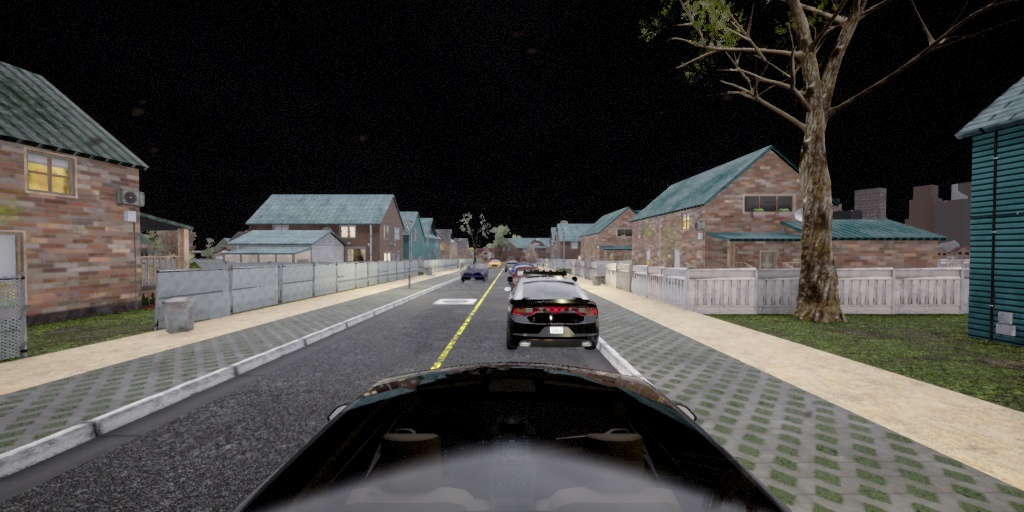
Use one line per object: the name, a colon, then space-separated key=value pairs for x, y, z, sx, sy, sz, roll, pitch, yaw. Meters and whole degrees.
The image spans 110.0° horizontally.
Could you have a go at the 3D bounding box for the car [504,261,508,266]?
car: x=0.032 y=1.302 z=47.617 sx=2.128 sy=1.511 sz=4.902 roll=0 pitch=0 yaw=0

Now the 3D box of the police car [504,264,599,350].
police car: x=0.826 y=1.175 z=9.238 sx=1.930 sy=1.638 sz=5.238 roll=0 pitch=0 yaw=0

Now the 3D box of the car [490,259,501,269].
car: x=-2.758 y=1.326 z=59.075 sx=1.882 sy=1.535 sz=5.008 roll=0 pitch=0 yaw=0

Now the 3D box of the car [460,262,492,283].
car: x=-2.852 y=1.369 z=28.174 sx=1.895 sy=1.301 sz=4.718 roll=0 pitch=0 yaw=0

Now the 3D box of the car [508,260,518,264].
car: x=0.824 y=1.242 z=25.132 sx=1.882 sy=1.535 sz=5.008 roll=0 pitch=0 yaw=0
